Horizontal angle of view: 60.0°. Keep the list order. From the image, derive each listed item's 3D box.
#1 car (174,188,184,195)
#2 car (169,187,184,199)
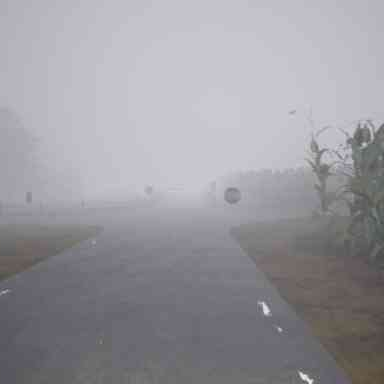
[{"bbox_3d":[-2.738,-0.164,73.474,2.033,1.411,5.357,0,2,0],"label":"car"},{"bbox_3d":[-2.770,0.112,57.781,2.150,2.045,5.566,0,2,1],"label":"car"}]
